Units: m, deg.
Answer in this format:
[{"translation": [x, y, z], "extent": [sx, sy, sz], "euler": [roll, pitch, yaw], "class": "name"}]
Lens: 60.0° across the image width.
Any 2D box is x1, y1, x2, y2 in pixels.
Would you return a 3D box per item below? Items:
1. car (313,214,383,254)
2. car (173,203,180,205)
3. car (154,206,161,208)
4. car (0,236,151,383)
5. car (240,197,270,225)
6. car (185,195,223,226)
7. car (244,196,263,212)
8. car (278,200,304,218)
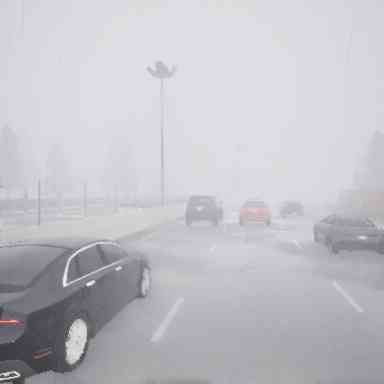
[{"translation": [6.308, 1.578, 13.607], "extent": [1.994, 1.385, 4.181], "euler": [0, 0, 10], "class": "car"}, {"translation": [-1.829, 1.629, 47.351], "extent": [2.033, 1.411, 5.357], "euler": [0, 0, 15], "class": "car"}, {"translation": [-5.747, 1.649, 46.037], "extent": [1.994, 1.385, 4.181], "euler": [0, 0, 14], "class": "car"}, {"translation": [-2.121, 1.517, 5.736], "extent": [1.837, 1.490, 4.892], "euler": [0, 0, 10], "class": "car"}, {"translation": [4.627, 1.387, 24.676], "extent": [2.097, 1.767, 4.553], "euler": [0, 0, 10], "class": "car"}, {"translation": [0.968, 1.260, 24.031], "extent": [2.150, 2.045, 5.566], "euler": [0, 0, 10], "class": "car"}, {"translation": [7.548, 1.410, 40.489], "extent": [2.097, 1.767, 4.553], "euler": [0, 0, 11], "class": "car"}, {"translation": [9.291, 1.544, 31.242], "extent": [1.837, 1.490, 4.892], "euler": [0, 0, 10], "class": "car"}]
